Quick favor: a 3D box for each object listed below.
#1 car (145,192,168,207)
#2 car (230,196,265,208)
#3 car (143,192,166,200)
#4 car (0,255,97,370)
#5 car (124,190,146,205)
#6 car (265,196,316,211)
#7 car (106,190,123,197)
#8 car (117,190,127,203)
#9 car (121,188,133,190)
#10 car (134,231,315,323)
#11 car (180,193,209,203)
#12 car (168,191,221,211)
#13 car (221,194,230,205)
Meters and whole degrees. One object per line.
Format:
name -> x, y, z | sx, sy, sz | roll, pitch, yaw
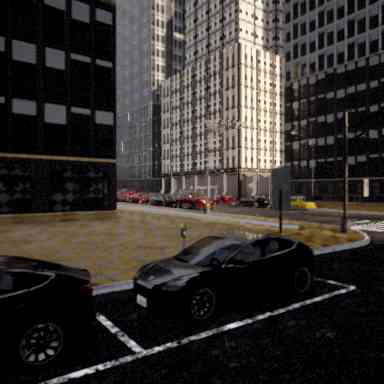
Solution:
car -> -3.148, 0.981, 37.847 | 1.947, 1.339, 4.313 | 1, 0, -36
car -> 6.929, 1.057, 38.257 | 1.947, 1.339, 4.313 | 1, 0, -36
car -> -6.327, 0.638, 56.411 | 1.947, 1.339, 4.313 | 1, 0, -36
car -> -3.390, 1.566, 4.145 | 4.313, 1.339, 1.947 | 0, 0, -35
car -> -6.460, 0.855, 42.384 | 1.887, 1.381, 4.507 | 1, 0, -36
car -> 10.212, 1.118, 33.910 | 1.752, 1.417, 4.829 | 1, 0, -36
car -> -16.368, 0.282, 70.164 | 1.752, 1.417, 4.829 | 1, 0, -36
car -> -9.775, 0.788, 46.922 | 1.802, 1.307, 4.206 | 1, 0, -36
car -> -12.950, 0.179, 65.486 | 2.192, 1.841, 5.009 | 1, 0, -36
car -> 0.882, 1.564, 7.190 | 4.313, 1.339, 1.947 | 0, 0, -35
car -> 0.300, 0.848, 47.334 | 1.947, 1.339, 4.313 | 1, 0, -36
car -> 0.172, 0.835, 33.307 | 2.192, 1.841, 5.009 | 1, 0, -36
car -> 3.615, 0.969, 42.795 | 1.802, 1.307, 4.206 | 1, 0, -36
